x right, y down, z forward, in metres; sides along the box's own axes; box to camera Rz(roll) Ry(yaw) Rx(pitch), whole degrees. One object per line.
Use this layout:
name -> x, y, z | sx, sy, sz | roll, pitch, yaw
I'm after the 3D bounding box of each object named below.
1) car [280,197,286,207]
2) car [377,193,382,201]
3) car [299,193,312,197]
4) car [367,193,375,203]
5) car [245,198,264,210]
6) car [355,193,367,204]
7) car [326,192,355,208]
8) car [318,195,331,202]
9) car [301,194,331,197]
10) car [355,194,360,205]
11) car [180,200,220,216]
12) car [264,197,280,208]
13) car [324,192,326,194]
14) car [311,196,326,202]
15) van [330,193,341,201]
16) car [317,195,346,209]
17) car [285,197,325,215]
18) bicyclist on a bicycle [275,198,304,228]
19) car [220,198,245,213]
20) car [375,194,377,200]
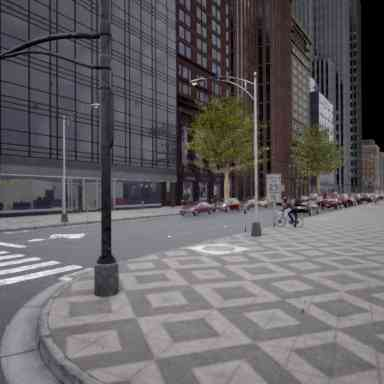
car -> 13.334, 1.454, 50.245 | 1.947, 1.339, 4.313 | 0, 0, 35
car -> 42.736, 1.358, 77.914 | 1.802, 1.307, 4.206 | -1, 0, 35
car -> 19.731, 1.414, 59.535 | 1.887, 1.381, 4.507 | 0, 0, 35
car -> 33.142, 1.099, 63.983 | 2.192, 1.841, 5.009 | 0, 0, 35
car -> 6.938, 1.494, 40.955 | 1.802, 1.307, 4.206 | 0, 0, 35
car -> 26.746, 1.117, 54.694 | 2.192, 1.841, 5.009 | 0, 0, 35
car -> 20.351, 1.136, 45.406 | 2.192, 1.841, 5.009 | 0, 0, 35
car -> 29.325, 1.426, 73.469 | 1.802, 1.307, 4.206 | 0, 0, 35
car -> 16.585, 1.338, 44.467 | 2.128, 1.511, 4.902 | -1, 0, 35
car -> 23.549, 1.377, 50.048 | 1.947, 1.339, 4.313 | 0, 0, 35
car -> 0.542, 1.523, 31.665 | 1.802, 1.307, 4.206 | 0, 0, 35
car -> 10.039, 1.425, 45.459 | 1.752, 1.417, 4.829 | 0, 0, 35
car -> 22.275, 1.051, 52.731 | 2.150, 2.045, 5.566 | -1, 0, 35
car -> 26.128, 1.417, 68.825 | 1.947, 1.339, 4.313 | 0, 0, 35
van -> 35.719, 1.184, 82.761 | 1.690, 1.788, 3.998 | -1, 0, 35
car -> 17.154, 1.376, 40.760 | 1.887, 1.381, 4.507 | 0, 0, 35
car -> 10.759, 1.424, 31.471 | 1.947, 1.339, 4.313 | 0, 0, 35
bicyclist on a bicycle -> 5.325, 1.177, 18.357 | 1.656, 1.620, 0.582 | -1, 0, 35
car -> 3.739, 1.365, 36.309 | 1.967, 1.590, 4.097 | 0, 0, 35
car -> 36.437, 1.302, 68.766 | 1.752, 1.417, 4.829 | 0, 0, 35
